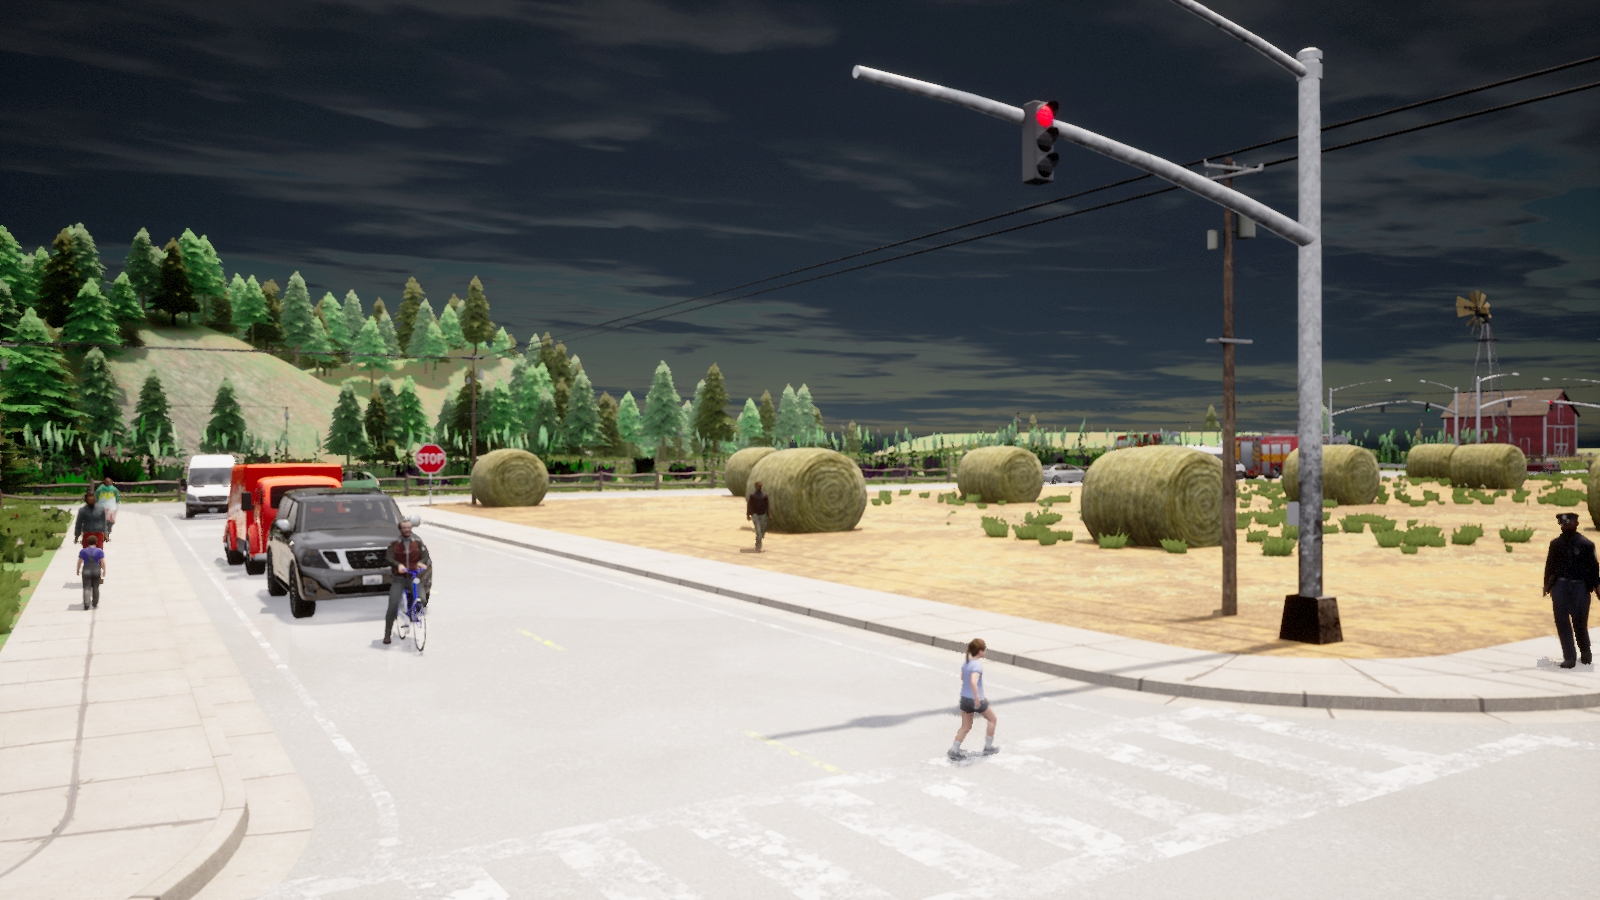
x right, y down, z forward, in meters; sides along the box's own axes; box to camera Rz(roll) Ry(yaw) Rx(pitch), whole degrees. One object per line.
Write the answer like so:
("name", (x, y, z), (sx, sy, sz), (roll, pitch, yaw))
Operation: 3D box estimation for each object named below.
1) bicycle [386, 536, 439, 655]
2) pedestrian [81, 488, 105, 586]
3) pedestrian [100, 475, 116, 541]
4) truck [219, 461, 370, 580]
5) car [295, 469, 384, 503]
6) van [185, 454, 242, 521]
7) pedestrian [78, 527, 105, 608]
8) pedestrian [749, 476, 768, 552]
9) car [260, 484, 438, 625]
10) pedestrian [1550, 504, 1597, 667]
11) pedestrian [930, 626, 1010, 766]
("bicycle", (-5.522, 2.023, 16.239), (0.329, 1.471, 1.835), (0, 0, -31))
("pedestrian", (-13.740, 1.675, 22.198), (0.375, 1.860, 0.375), (0, 0, -33))
("pedestrian", (-19.981, 1.666, 32.979), (0.375, 1.860, 0.375), (0, 0, -32))
("truck", (-12.113, 1.527, 27.155), (2.627, 2.467, 5.204), (0, 0, -31))
("car", (-24.243, 1.867, 60.149), (3.988, 1.617, 1.851), (0, 0, -37))
("van", (-24.425, 1.479, 47.541), (1.988, 2.561, 5.915), (-1, 0, -28))
("pedestrian", (-11.868, 1.956, 19.133), (0.375, 1.300, 0.375), (0, 0, -32))
("pedestrian", (-1.039, 1.581, 28.447), (0.375, 1.860, 0.375), (0, 0, -17))
("car", (-8.420, 1.739, 20.969), (2.150, 2.045, 5.566), (0, 0, -31))
("pedestrian", (9.093, 1.574, 13.427), (0.375, 1.860, 0.375), (0, 0, -42))
("pedestrian", (1.518, 2.176, 10.209), (0.500, 1.100, 0.500), (0, 0, -31))
